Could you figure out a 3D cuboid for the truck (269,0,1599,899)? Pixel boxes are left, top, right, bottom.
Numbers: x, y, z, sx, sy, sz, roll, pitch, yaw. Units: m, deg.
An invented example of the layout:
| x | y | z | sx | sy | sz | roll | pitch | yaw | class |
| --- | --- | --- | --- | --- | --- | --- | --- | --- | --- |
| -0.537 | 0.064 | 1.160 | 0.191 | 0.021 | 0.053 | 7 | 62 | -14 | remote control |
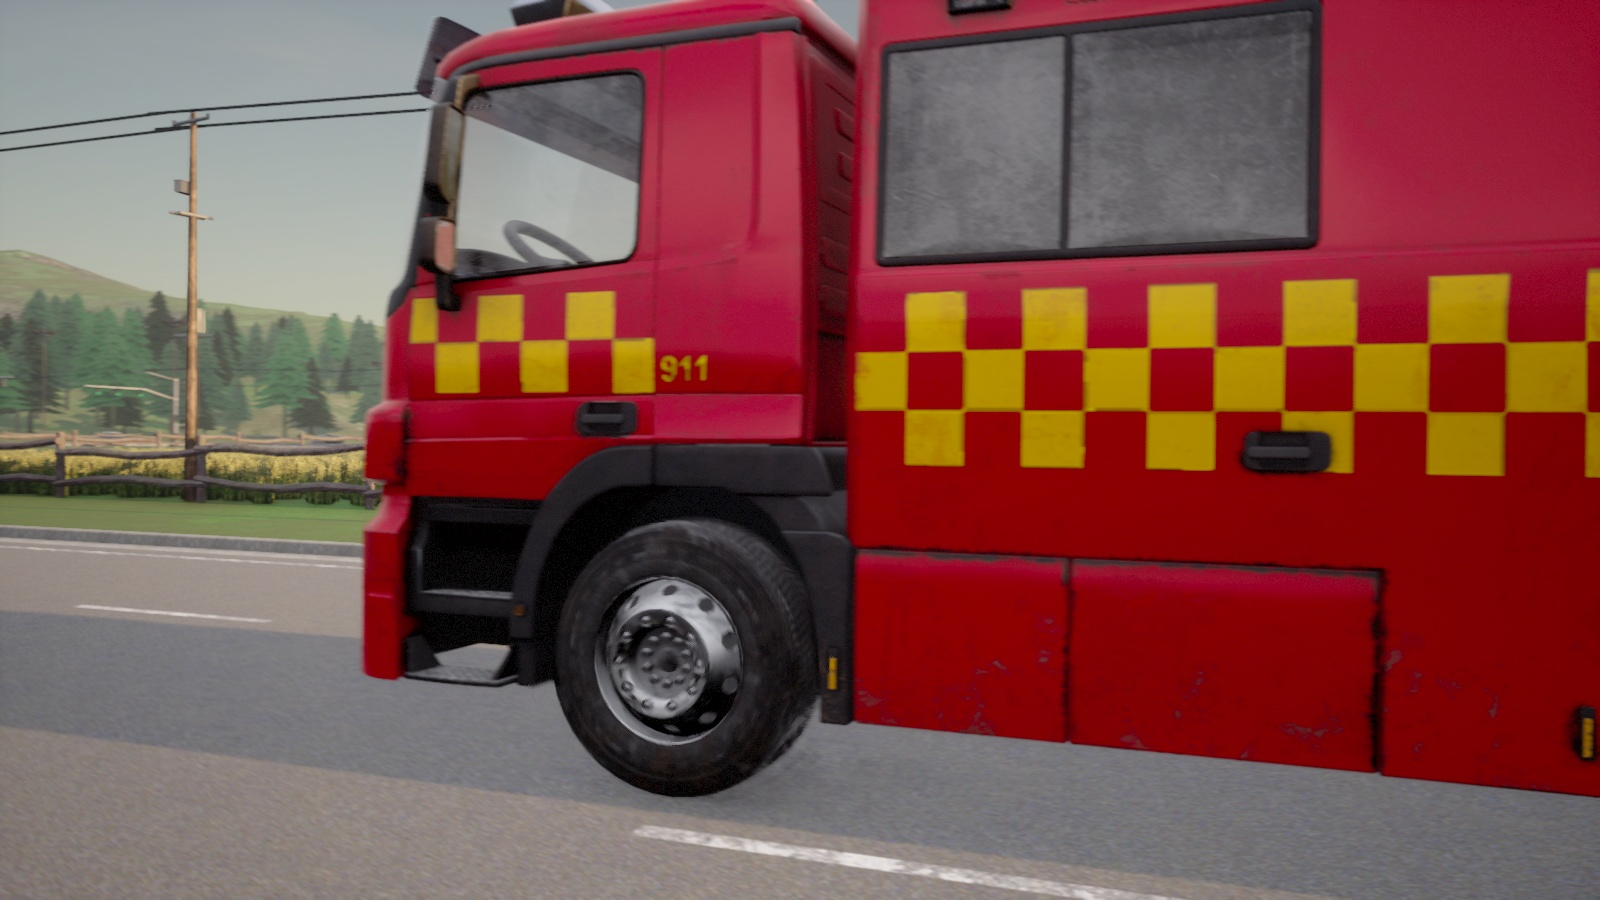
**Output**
| x | y | z | sx | sy | sz | roll | pitch | yaw | class |
| --- | --- | --- | --- | --- | --- | --- | --- | --- | --- |
| 2.079 | -0.492 | 5.518 | 8.468 | 3.827 | 2.891 | 0 | 1 | 21 | truck |
